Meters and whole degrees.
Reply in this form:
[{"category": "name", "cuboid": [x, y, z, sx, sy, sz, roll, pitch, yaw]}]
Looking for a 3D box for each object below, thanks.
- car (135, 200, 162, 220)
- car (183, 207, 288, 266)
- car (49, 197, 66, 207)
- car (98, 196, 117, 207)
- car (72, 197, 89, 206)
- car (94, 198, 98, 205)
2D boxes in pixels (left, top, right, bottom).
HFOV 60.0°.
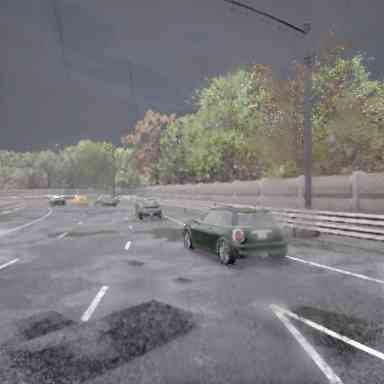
[{"category": "car", "cuboid": [-3.713, 1.390, 28.064, 2.128, 1.511, 4.902, -2, 4, -14]}, {"category": "car", "cuboid": [1.301, 1.324, 11.834, 2.097, 1.767, 4.553, 0, 0, -22]}, {"category": "car", "cuboid": [-21.419, 1.538, 52.976, 1.882, 1.535, 5.008, 0, 0, -32]}, {"category": "car", "cuboid": [-13.069, 1.569, 52.062, 1.994, 1.385, 4.181, 0, 0, -22]}, {"category": "car", "cuboid": [-18.398, 1.515, 54.744, 1.882, 1.535, 5.008, 0, 0, -32]}, {"category": "car", "cuboid": [-15.041, 1.517, 56.105, 1.837, 1.490, 4.892, 0, 0, -32]}]
